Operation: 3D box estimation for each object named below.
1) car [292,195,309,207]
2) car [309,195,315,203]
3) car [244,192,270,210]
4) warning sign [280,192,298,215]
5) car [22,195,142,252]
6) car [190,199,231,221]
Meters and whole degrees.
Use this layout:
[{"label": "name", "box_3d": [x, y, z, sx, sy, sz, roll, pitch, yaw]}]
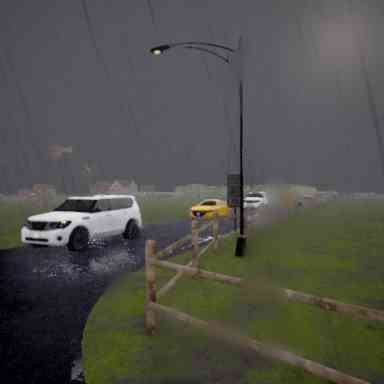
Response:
[{"label": "car", "box_3d": [14.577, 1.342, 46.307, 1.895, 1.301, 4.718, 0, 0, 26]}, {"label": "car", "box_3d": [19.866, 1.174, 57.135, 1.882, 1.535, 5.008, 0, 0, 26]}, {"label": "car", "box_3d": [7.415, 1.015, 38.317, 2.150, 2.045, 5.566, 0, 0, 26]}, {"label": "warning sign", "box_3d": [8.008, 0.935, 27.492, 1.300, 1.860, 1.060, -1, 0, 26]}, {"label": "car", "box_3d": [-4.309, 1.155, 14.128, 2.150, 2.045, 5.566, 0, 0, 25]}, {"label": "car", "box_3d": [1.555, 1.336, 26.345, 1.882, 1.535, 5.008, 0, 0, 26]}]
